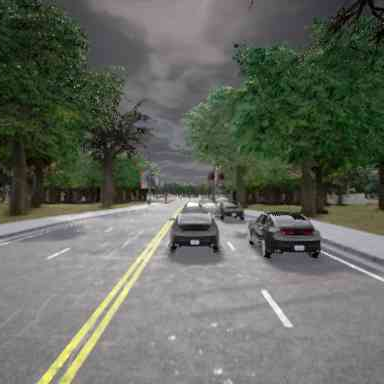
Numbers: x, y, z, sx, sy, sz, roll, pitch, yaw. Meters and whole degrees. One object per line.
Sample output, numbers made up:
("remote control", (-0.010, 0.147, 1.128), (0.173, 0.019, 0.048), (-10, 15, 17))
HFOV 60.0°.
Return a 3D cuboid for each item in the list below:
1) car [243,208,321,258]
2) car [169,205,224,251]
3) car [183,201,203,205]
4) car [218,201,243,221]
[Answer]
("car", (3.349, 1.502, 12.789), (1.837, 1.490, 4.892), (0, 0, 0))
("car", (0.099, 1.503, 14.016), (1.837, 1.490, 4.892), (0, 0, 0))
("car", (0.098, 1.586, 31.892), (1.994, 1.385, 4.181), (0, 0, 0))
("car", (3.039, 1.510, 27.445), (1.837, 1.490, 4.892), (0, -1, -3))
